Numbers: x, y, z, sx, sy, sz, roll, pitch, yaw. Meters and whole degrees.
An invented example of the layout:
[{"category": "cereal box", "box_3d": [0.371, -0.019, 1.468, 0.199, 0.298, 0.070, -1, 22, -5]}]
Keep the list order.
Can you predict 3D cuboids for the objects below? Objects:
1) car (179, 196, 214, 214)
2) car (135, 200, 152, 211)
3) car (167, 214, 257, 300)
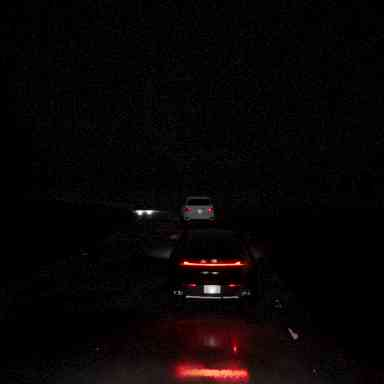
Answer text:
[{"category": "car", "box_3d": [0.309, 1.337, 24.479, 2.150, 2.045, 5.566, 0, 0, -4]}, {"category": "car", "box_3d": [-6.671, 1.809, 45.555, 1.994, 1.385, 4.181, 0, 0, -16]}, {"category": "car", "box_3d": [0.470, 1.531, 8.466, 1.837, 1.490, 4.892, 0, 0, 2]}]
